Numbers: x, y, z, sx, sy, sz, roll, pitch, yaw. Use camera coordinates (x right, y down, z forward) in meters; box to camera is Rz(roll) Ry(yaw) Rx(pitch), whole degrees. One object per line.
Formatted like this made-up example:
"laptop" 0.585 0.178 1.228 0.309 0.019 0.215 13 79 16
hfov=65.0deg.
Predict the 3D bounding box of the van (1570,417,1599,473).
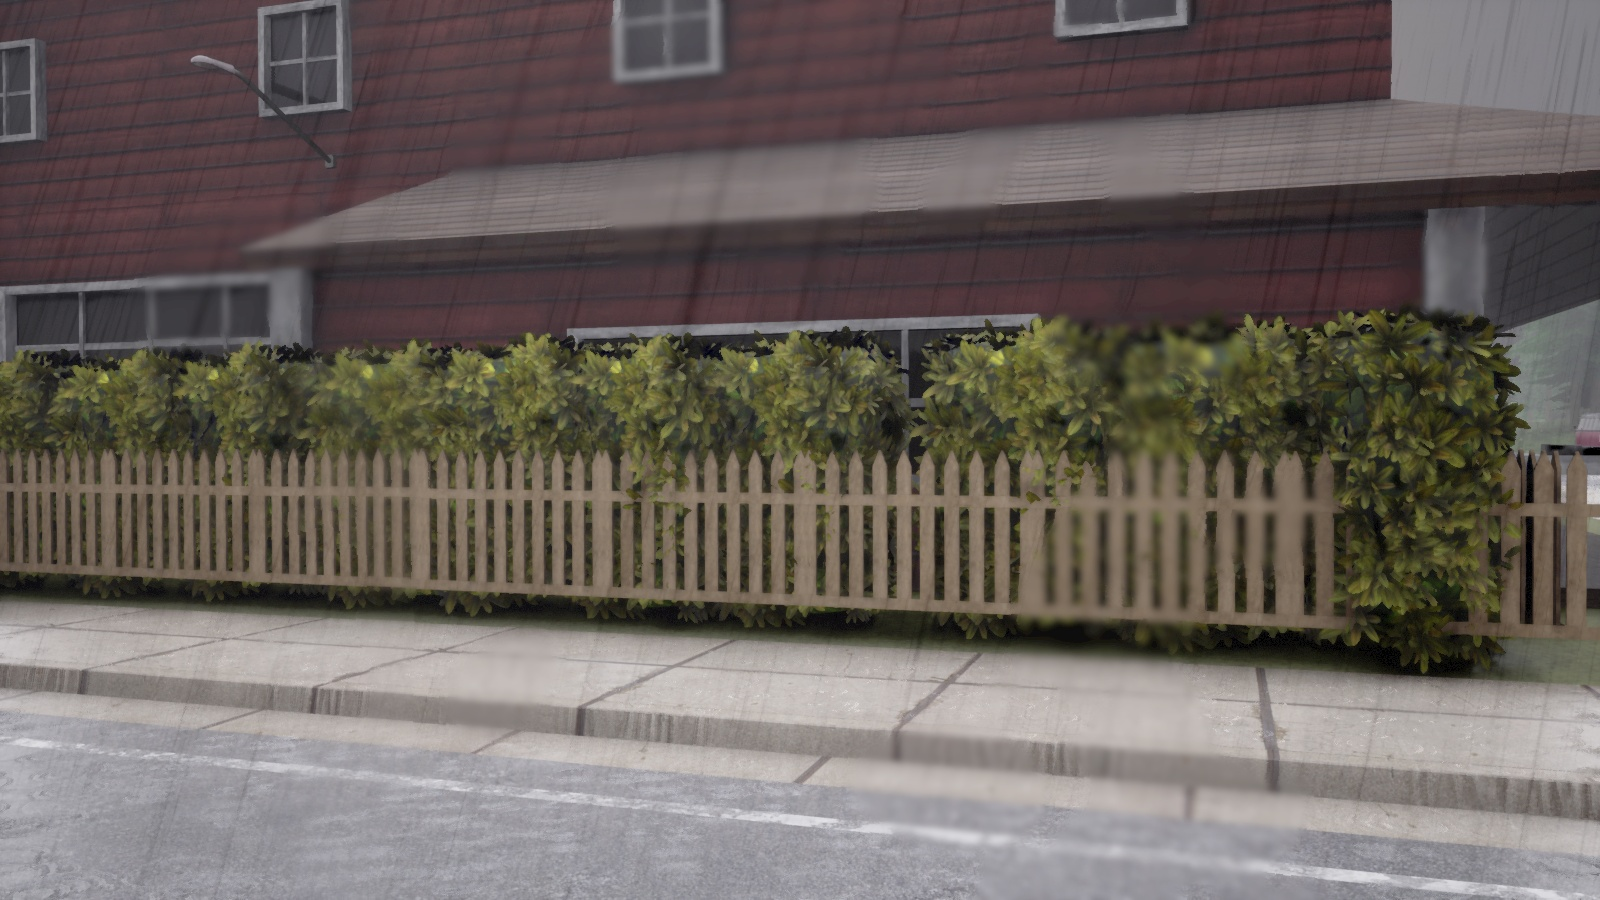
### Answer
"van" 29.729 -0.183 45.833 1.775 1.987 4.442 1 1 19
